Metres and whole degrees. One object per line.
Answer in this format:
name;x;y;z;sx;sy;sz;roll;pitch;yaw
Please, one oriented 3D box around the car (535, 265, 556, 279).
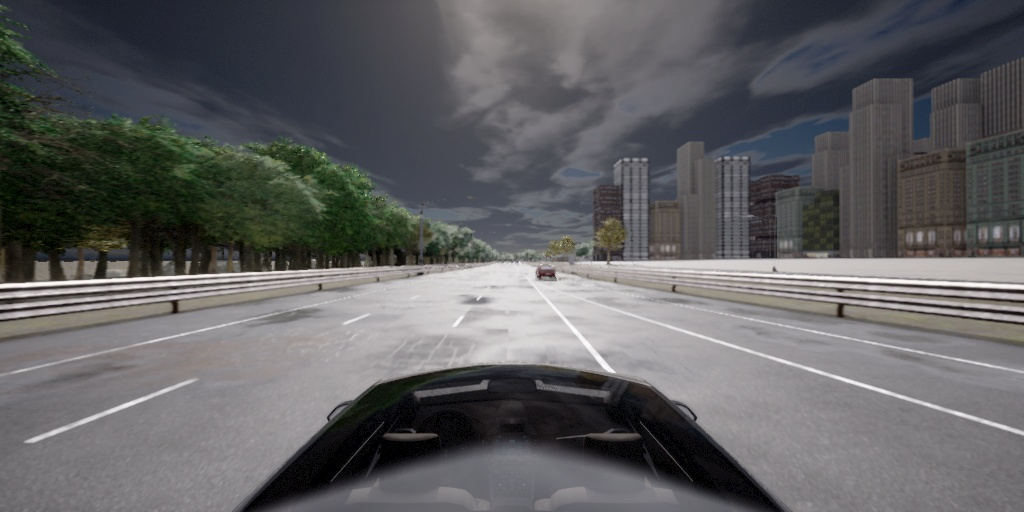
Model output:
car;3.745;1.798;40.473;1.882;1.535;5.008;0;-1;-2
